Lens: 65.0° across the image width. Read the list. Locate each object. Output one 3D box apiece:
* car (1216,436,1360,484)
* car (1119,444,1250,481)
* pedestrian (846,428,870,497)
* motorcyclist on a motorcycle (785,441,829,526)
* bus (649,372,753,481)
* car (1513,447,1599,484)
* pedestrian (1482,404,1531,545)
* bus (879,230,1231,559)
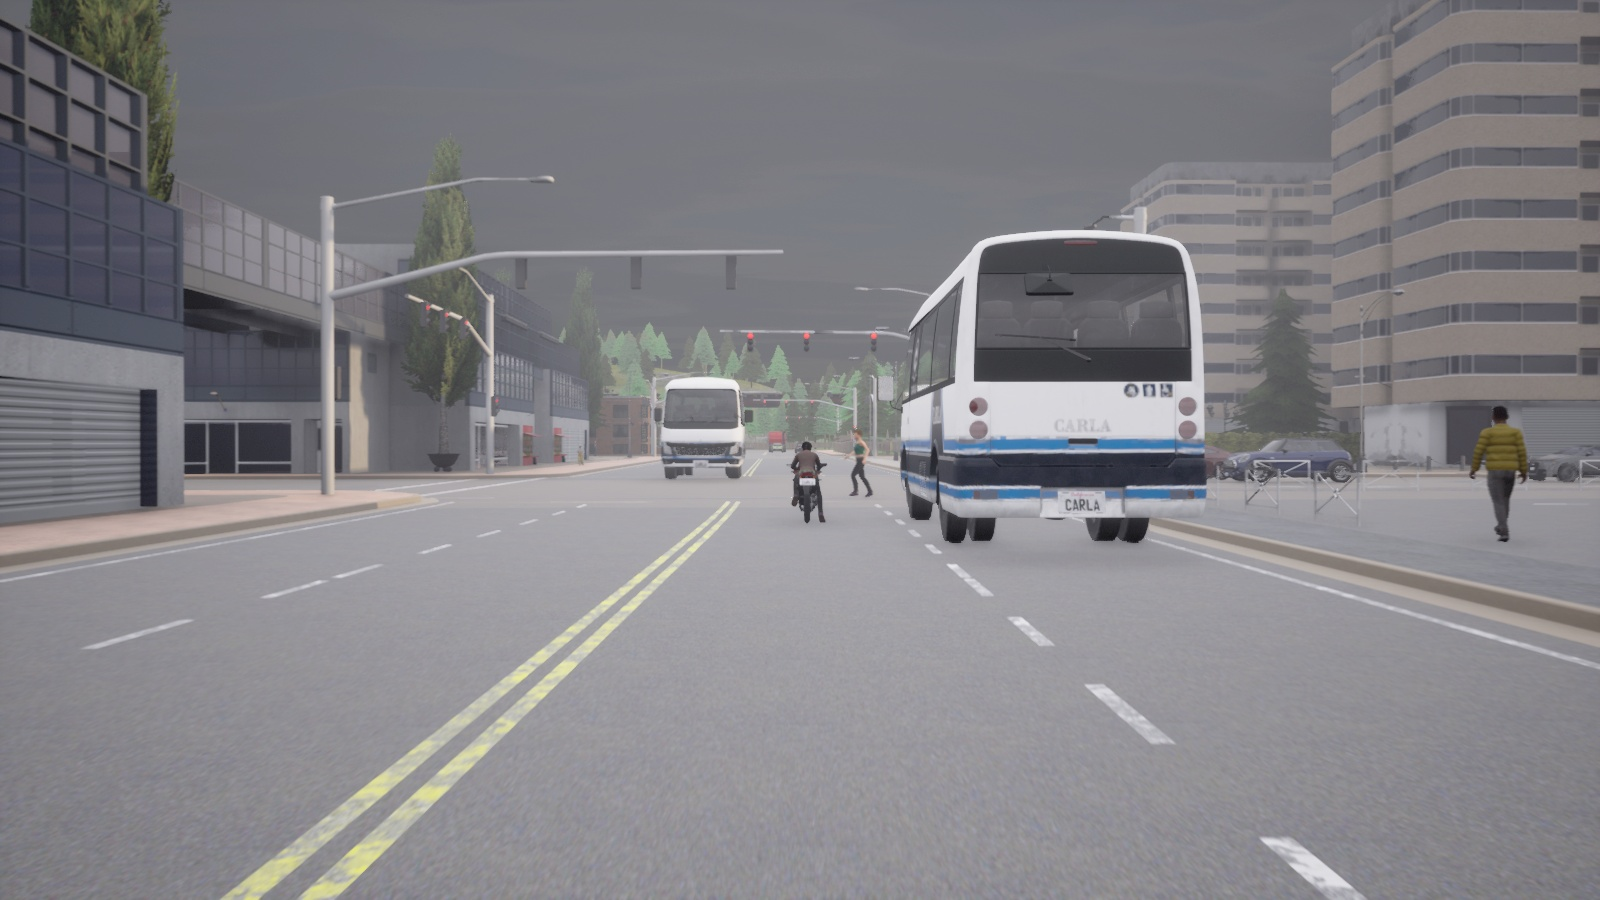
[{"bbox_3d":[18.170,0.355,46.939,4.553,1.767,2.097,0,0,-1],"label":"car"},{"bbox_3d":[15.374,0.501,50.381,4.674,1.442,1.812,0,0,-1],"label":"car"},{"bbox_3d":[1.562,0.343,33.646,0.594,1.836,0.345,0,0,-7],"label":"pedestrian"},{"bbox_3d":[0.129,0.595,23.643,0.797,1.523,2.044,0,0,0],"label":"motorcyclist on a motorcycle"},{"bbox_3d":[-4.089,-0.940,54.503,3.944,4.253,10.273,0,0,-1],"label":"bus"},{"bbox_3d":[29.446,0.568,47.205,4.181,1.385,1.994,0,0,-1],"label":"car"},{"bbox_3d":[9.420,0.318,16.767,0.431,1.840,0.709,0,0,18],"label":"pedestrian"},{"bbox_3d":[3.630,-0.748,21.417,3.944,4.253,10.273,0,0,0],"label":"bus"}]
